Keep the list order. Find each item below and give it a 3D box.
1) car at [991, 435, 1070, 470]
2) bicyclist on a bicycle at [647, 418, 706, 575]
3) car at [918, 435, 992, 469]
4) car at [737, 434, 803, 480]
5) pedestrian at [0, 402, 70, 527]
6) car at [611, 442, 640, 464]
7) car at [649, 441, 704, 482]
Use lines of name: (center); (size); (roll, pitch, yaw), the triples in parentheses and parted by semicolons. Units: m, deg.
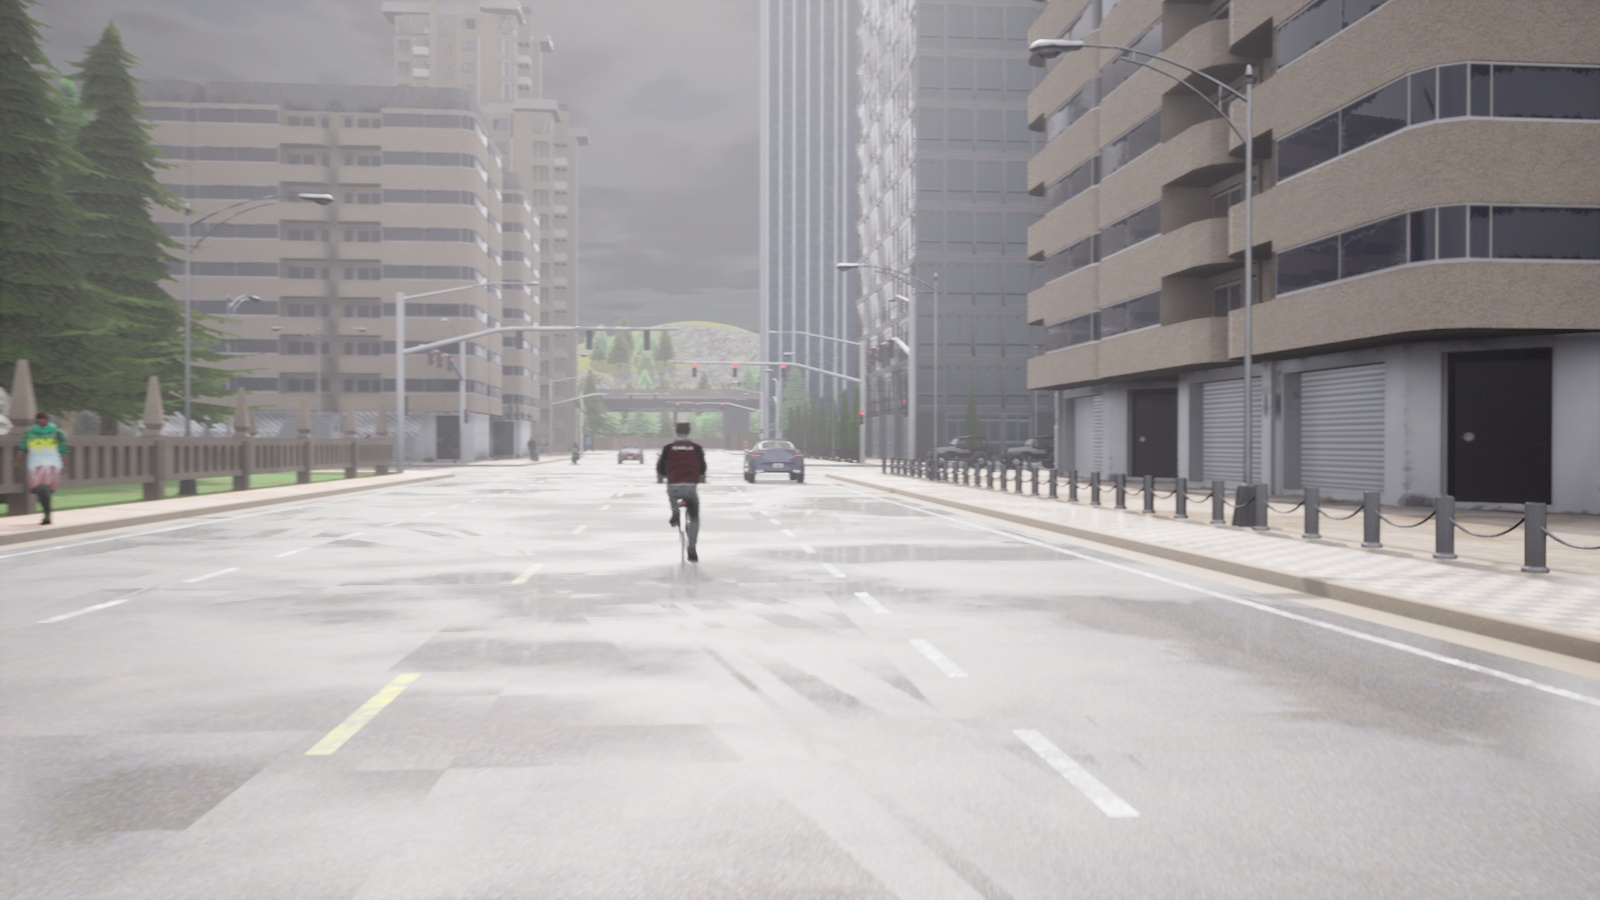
car: (12.629, 0.144, 68.992); (3.866, 1.878, 1.905); (0, 0, -5)
bicyclist on a bicycle: (-1.486, 0.522, 15.144); (0.659, 1.776, 1.843); (0, 1, -6)
car: (8.894, 0.109, 72.160); (3.866, 1.878, 1.905); (0, 0, -6)
car: (-1.217, 0.240, 48.103); (2.152, 1.651, 5.027); (0, 0, -6)
pedestrian: (-12.229, 0.232, 20.077); (0.659, 1.952, 0.873); (0, 0, -7)
car: (-12.140, 0.196, 87.533); (1.816, 1.474, 4.193); (0, 0, -6)
car: (-4.644, 0.417, 47.194); (1.970, 1.475, 3.806); (0, 0, -6)
